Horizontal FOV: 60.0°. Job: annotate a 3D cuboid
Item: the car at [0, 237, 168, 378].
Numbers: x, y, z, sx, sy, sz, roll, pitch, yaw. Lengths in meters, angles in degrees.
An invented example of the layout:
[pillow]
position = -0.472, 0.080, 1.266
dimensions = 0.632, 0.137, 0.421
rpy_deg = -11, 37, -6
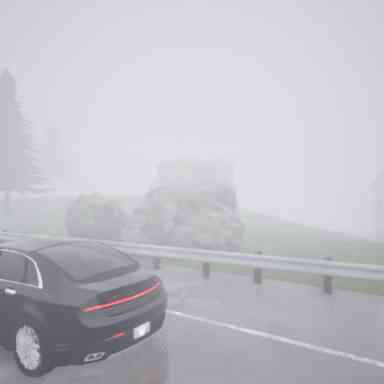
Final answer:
[car]
position = -2.666, 1.523, 5.557
dimensions = 4.892, 1.490, 1.837
rpy_deg = 0, 0, 33
